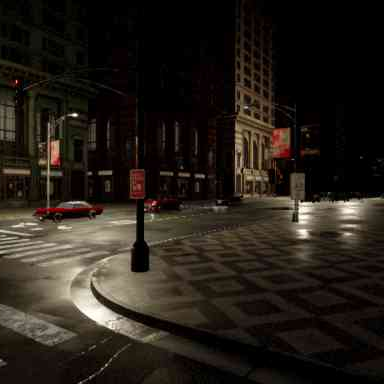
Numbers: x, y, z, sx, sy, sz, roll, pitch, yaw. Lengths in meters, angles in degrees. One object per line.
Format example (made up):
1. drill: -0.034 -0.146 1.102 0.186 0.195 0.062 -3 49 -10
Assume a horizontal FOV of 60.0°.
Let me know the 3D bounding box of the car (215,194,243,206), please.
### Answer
1. car: 4.780 0.957 42.521 2.128 1.511 4.902 0 1 36

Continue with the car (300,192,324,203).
1. car: 17.279 0.911 48.569 1.994 1.385 4.181 0 1 35

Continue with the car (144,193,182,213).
1. car: -2.952 0.987 31.668 2.097 1.767 4.553 0 1 36

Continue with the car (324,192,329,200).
1. car: 23.022 0.713 56.650 2.128 1.511 4.902 0 1 35

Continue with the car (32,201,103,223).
1. car: -8.699 1.364 23.586 1.895 1.301 4.718 0 1 33

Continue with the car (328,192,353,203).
1. car: 22.477 0.833 50.280 1.812 1.442 4.674 0 1 36

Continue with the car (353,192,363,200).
1. car: 29.634 0.674 60.355 1.812 1.442 4.674 0 1 35
